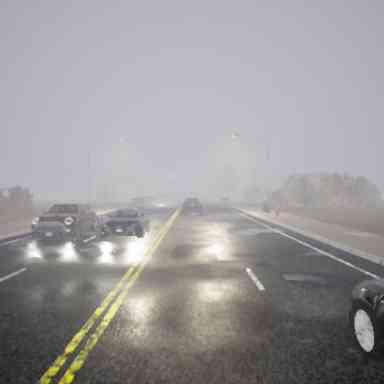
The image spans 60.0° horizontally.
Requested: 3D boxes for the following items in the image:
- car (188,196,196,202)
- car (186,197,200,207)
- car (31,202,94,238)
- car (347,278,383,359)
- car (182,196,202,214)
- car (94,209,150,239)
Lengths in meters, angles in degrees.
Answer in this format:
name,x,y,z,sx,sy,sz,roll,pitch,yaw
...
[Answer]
name,x,y,z,sx,sy,sz,roll,pitch,yaw
car,-0.010,1.548,73.519,1.895,1.301,4.718,0,0,0
car,0.094,1.522,51.549,2.033,1.411,5.357,0,0,0
car,-6.578,1.347,17.562,2.097,1.767,4.553,0,0,0
car,3.249,1.504,3.090,1.837,1.490,4.892,0,0,0
car,-0.003,1.336,34.953,2.097,1.767,4.553,0,0,0
car,-3.331,1.559,17.131,1.994,1.385,4.181,0,0,0
